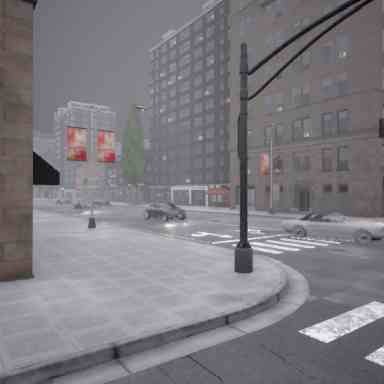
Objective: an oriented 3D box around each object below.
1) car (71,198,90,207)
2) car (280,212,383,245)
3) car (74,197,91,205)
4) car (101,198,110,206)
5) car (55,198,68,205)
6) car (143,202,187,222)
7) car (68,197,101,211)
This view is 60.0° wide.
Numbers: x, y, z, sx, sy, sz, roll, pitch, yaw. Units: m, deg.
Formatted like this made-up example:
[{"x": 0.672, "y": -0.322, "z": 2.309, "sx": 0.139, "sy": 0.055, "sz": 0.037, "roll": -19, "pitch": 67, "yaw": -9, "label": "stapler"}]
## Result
[{"x": -19.046, "y": 1.782, "z": 56.618, "sx": 1.994, "sy": 1.385, "sz": 4.181, "roll": 0, "pitch": 0, "yaw": -36, "label": "car"}, {"x": 6.803, "y": 1.631, "z": 15.921, "sx": 4.718, "sy": 1.301, "sz": 1.895, "roll": 0, "pitch": 0, "yaw": 43, "label": "car"}, {"x": -21.871, "y": 1.759, "z": 66.122, "sx": 1.837, "sy": 1.490, "sz": 4.892, "roll": 0, "pitch": 0, "yaw": -36, "label": "car"}, {"x": -15.932, "y": 1.713, "z": 57.846, "sx": 2.128, "sy": 1.511, "sz": 4.902, "roll": 0, "pitch": 0, "yaw": -36, "label": "car"}, {"x": -25.246, "y": 1.803, "z": 65.242, "sx": 2.033, "sy": 1.411, "sz": 5.357, "roll": 0, "pitch": 0, "yaw": -36, "label": "car"}, {"x": -2.306, "y": 1.590, "z": 27.387, "sx": 1.837, "sy": 1.490, "sz": 4.892, "roll": 0, "pitch": 0, "yaw": -36, "label": "car"}, {"x": -14.314, "y": 1.657, "z": 44.168, "sx": 2.128, "sy": 1.511, "sz": 4.902, "roll": 0, "pitch": 0, "yaw": -35, "label": "car"}]
